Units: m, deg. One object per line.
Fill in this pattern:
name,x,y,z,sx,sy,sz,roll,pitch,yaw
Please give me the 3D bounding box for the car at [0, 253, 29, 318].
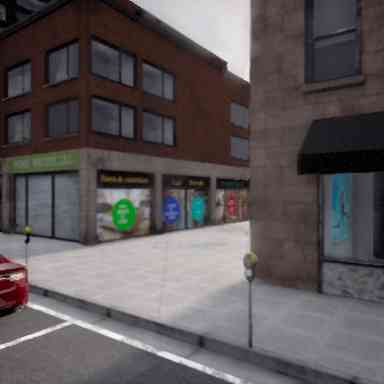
car,-4.890,1.543,6.297,4.507,1.381,1.887,0,0,35
